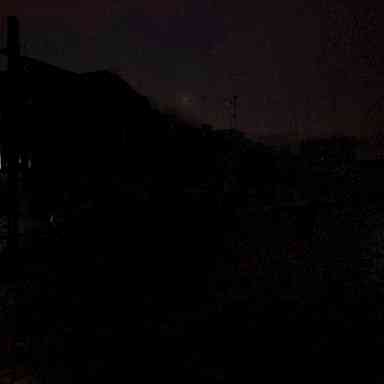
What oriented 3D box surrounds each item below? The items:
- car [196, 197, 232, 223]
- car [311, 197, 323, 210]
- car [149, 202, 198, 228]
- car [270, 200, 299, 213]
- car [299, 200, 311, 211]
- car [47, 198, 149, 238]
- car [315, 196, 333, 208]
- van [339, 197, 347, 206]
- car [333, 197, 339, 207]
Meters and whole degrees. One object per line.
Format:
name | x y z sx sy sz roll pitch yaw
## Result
car | 1.355 1.341 26.319 2.192 1.841 5.009 0 0 35
car | 17.063 1.818 48.441 1.947 1.339 4.313 0 0 35
car | -1.789 1.549 21.893 1.947 1.339 4.313 0 0 35
car | 10.779 1.711 39.592 2.008 1.369 4.403 0 0 35
car | 13.823 1.730 43.878 1.752 1.417 4.829 0 0 35
car | -4.929 1.257 17.470 2.192 1.841 5.009 0 0 35
car | 20.207 1.614 52.867 2.192 1.841 5.009 0 0 35
van | 29.633 1.787 66.141 1.690 1.788 3.998 0 0 35
car | 23.348 1.788 57.291 1.967 1.590 4.097 0 0 35
